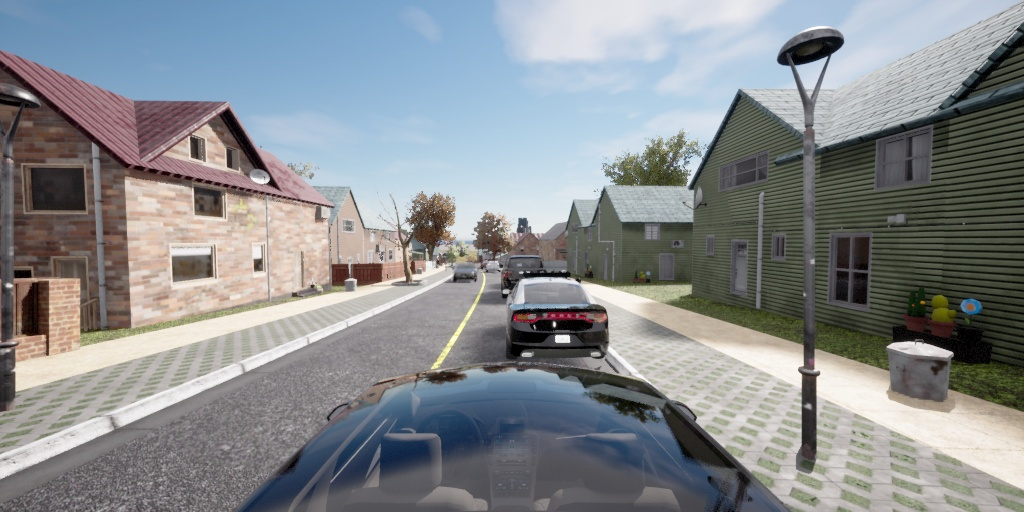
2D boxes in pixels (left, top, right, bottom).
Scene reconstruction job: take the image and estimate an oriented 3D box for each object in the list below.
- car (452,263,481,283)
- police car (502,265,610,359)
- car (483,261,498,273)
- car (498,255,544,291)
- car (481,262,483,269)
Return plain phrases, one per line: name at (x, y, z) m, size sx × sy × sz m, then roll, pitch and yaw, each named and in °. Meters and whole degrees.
car at (-3.669, 1.312, 28.739) m, size 1.837 × 1.490 × 4.892 m, roll 0°, pitch 0°, yaw -4°
police car at (0.803, 1.174, 8.534) m, size 1.930 × 1.638 × 5.238 m, roll 0°, pitch 0°, yaw -1°
car at (-2.516, 1.410, 47.592) m, size 1.812 × 1.442 × 4.674 m, roll 0°, pitch 0°, yaw -6°
car at (0.529, 0.987, 18.515) m, size 2.150 × 2.045 × 5.566 m, roll 0°, pitch 0°, yaw -2°
car at (-4.390, 1.508, 61.472) m, size 1.812 × 1.442 × 4.674 m, roll 0°, pitch 0°, yaw -9°
